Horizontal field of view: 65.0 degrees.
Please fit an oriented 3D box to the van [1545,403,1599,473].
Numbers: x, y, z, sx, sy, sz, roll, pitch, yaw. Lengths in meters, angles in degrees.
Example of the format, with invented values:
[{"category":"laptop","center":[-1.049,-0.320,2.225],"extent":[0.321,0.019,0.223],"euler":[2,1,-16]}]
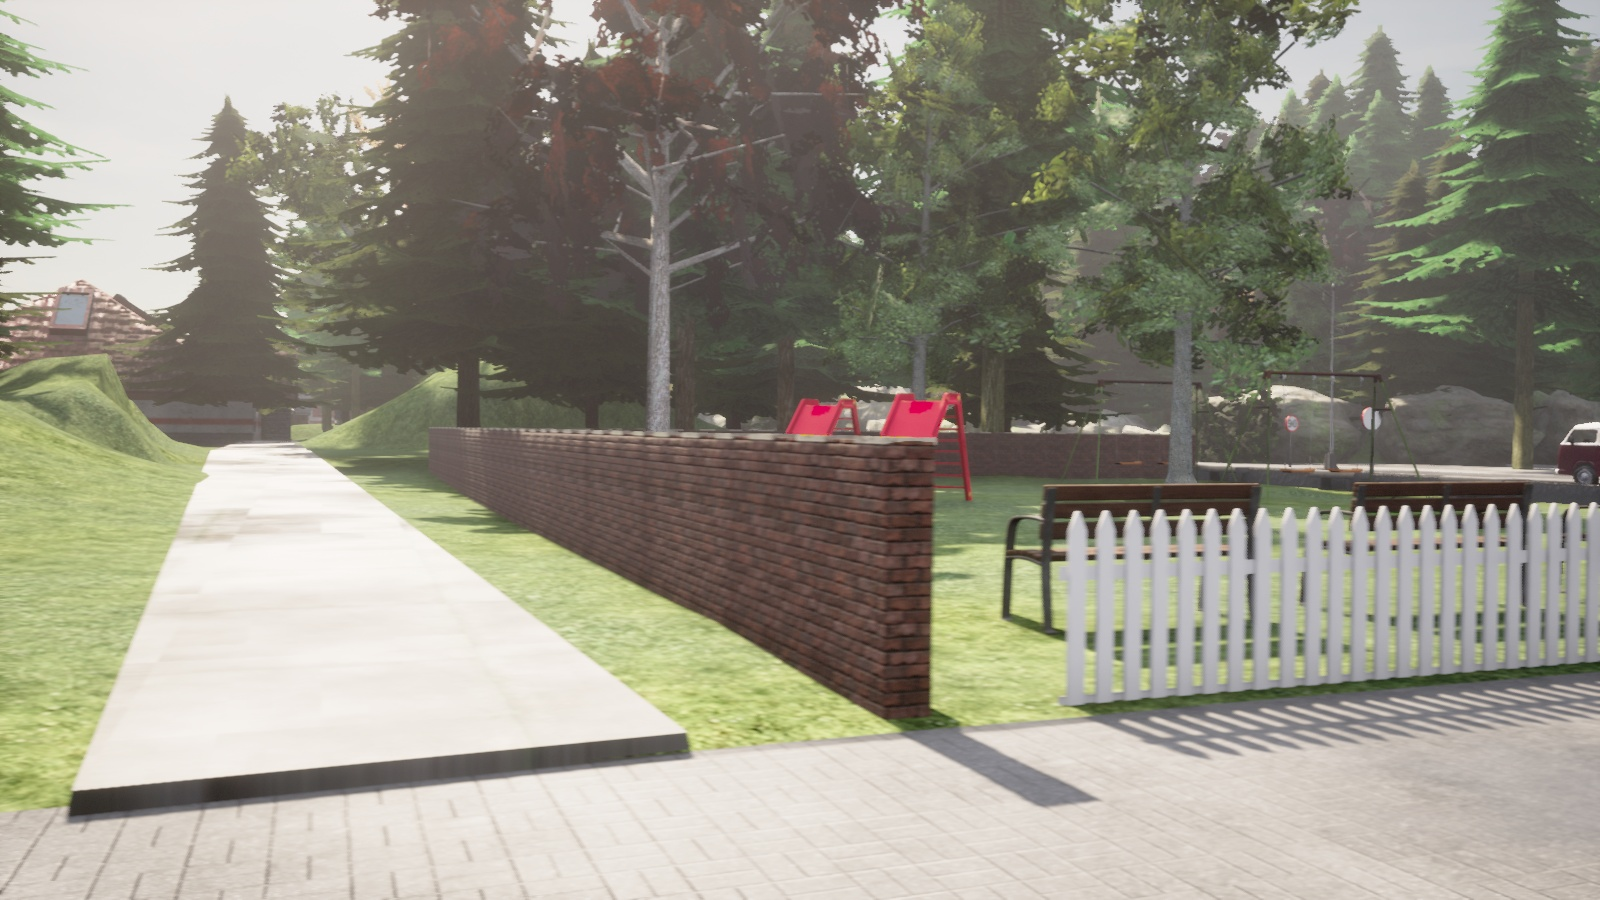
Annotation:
[{"category":"van","center":[24.180,-0.358,36.033],"extent":[2.069,2.038,4.480],"euler":[-1,1,-21]}]
